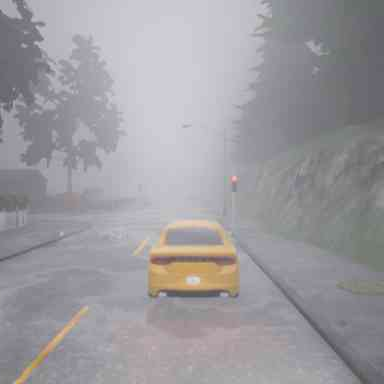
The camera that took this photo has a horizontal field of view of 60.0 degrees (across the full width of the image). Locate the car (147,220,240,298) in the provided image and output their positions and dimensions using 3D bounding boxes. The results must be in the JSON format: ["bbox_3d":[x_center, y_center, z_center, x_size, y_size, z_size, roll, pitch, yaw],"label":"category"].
[{"bbox_3d":[0.049,1.454,8.527,1.882,1.535,5.008,0,0,1],"label":"car"}]

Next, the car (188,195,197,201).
[{"bbox_3d":[0.012,1.311,71.060,1.895,1.301,4.718,0,0,0],"label":"car"}]
